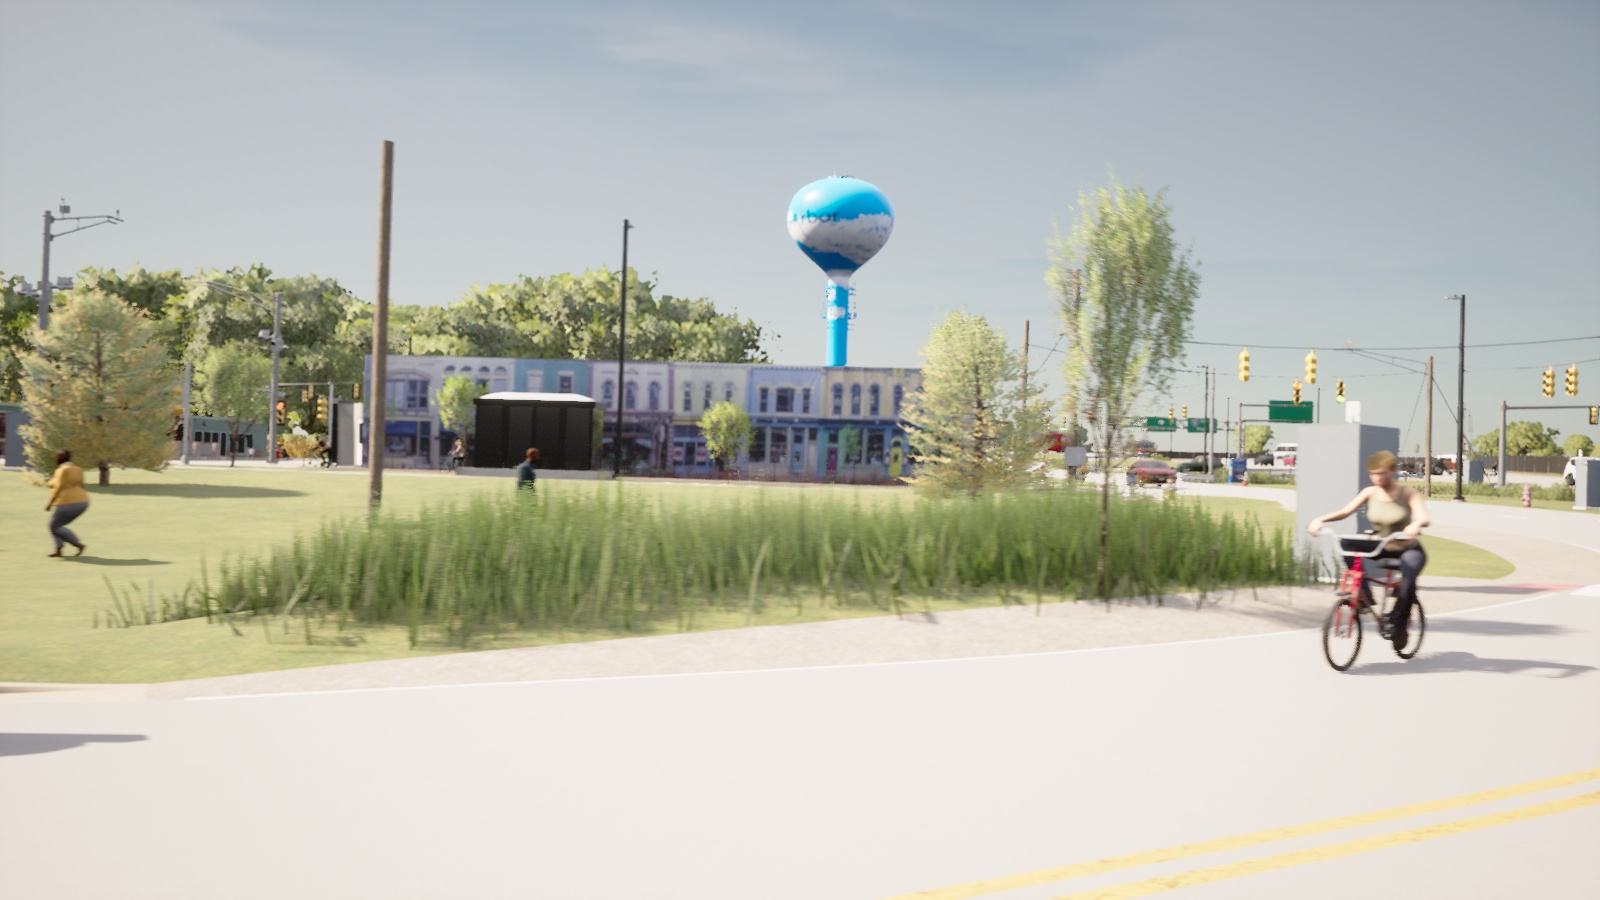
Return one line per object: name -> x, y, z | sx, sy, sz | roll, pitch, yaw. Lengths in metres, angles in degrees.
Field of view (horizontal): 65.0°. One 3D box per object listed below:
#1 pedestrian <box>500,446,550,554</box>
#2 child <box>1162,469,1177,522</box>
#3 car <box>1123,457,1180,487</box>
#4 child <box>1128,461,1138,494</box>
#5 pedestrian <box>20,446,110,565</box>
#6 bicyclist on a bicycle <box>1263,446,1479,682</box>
pedestrian -> -4.739, 0.859, 21.649 | 0.726, 1.835, 0.370 | 1, -1, 1
child -> 8.944, 1.105, 30.421 | 0.270, 1.263, 0.437 | 1, -1, 8
car -> 19.031, 1.152, 68.134 | 1.882, 1.535, 5.008 | 1, 0, 3
child -> 13.023, 1.078, 49.167 | 0.270, 1.263, 0.437 | 1, -1, 3
pedestrian -> -11.782, 0.879, 20.160 | 0.900, 1.855, 0.874 | 1, -1, -4
bicyclist on a bicycle -> 4.281, 0.788, 9.394 | 1.509, 1.612, 0.866 | 1, -1, -38
